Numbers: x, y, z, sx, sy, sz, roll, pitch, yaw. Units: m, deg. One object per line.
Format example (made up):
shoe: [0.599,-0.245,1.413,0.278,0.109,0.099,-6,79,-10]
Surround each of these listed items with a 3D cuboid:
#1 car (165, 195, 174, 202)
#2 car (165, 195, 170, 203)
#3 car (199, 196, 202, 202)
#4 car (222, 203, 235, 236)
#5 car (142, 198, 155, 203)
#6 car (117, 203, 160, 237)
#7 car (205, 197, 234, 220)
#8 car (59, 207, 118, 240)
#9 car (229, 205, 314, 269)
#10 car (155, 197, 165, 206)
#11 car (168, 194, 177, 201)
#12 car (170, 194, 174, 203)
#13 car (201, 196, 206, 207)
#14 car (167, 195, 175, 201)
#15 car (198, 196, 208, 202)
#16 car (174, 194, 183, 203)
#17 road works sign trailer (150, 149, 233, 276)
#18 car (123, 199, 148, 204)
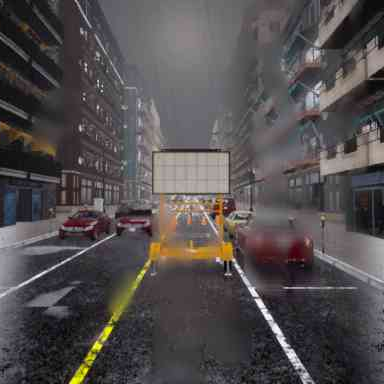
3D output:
car: [-5.286,1.588,79.117,1.752,1.417,4.829,2,0,0]
car: [-5.287,1.586,56.631,1.887,1.381,4.507,2,0,0]
car: [2.592,1.608,56.625,1.947,1.339,4.313,2,0,0]
car: [2.591,1.537,17.143,1.752,1.417,4.829,2,0,0]
car: [-5.284,1.464,33.972,1.967,1.590,4.097,2,0,0]
car: [-2.850,1.537,18.223,1.812,1.442,4.674,0,0,0]
car: [2.598,1.334,28.302,2.192,1.841,5.009,2,0,0]
car: [-5.290,1.593,16.978,1.802,1.307,4.206,2,0,0]
car: [2.594,1.448,11.309,1.967,1.590,4.097,2,0,0]
car: [-5.288,1.584,45.301,2.008,1.369,4.403,2,0,0]
car: [-5.277,1.392,90.617,2.192,1.841,5.009,2,0,0]
car: [-5.286,1.596,67.960,1.887,1.381,4.507,2,0,0]
car: [2.593,1.558,45.466,1.752,1.417,4.829,2,0,0]
car: [-5.285,1.595,84.782,1.752,1.417,4.829,2,0,0]
car: [2.593,1.614,79.281,2.008,1.369,4.403,2,0,0]
car: [-2.747,1.577,68.689,1.812,1.442,4.674,0,0,0]
road works sign trailer: [-0.022,0.471,10.383,2.380,3.560,2.880,0,0,0]
car: [-5.289,1.585,28.308,1.947,1.339,4.313,2,0,0]
